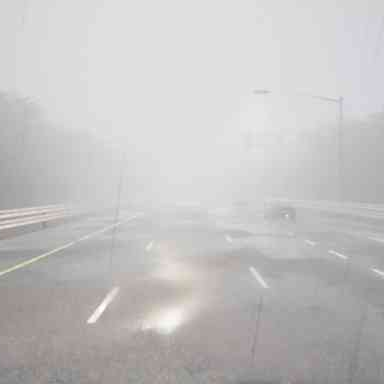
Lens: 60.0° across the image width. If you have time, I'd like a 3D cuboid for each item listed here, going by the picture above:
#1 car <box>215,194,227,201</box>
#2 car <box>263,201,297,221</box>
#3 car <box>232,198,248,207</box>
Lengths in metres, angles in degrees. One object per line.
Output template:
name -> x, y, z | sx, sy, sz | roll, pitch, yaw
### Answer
car -> 7.231, 1.302, 79.711 | 2.097, 1.767, 4.553 | 0, 0, 0
car -> 7.035, 1.502, 26.903 | 1.837, 1.490, 4.892 | 0, 0, 0
car -> 7.118, 1.522, 49.624 | 2.033, 1.411, 5.357 | 0, 0, 0
